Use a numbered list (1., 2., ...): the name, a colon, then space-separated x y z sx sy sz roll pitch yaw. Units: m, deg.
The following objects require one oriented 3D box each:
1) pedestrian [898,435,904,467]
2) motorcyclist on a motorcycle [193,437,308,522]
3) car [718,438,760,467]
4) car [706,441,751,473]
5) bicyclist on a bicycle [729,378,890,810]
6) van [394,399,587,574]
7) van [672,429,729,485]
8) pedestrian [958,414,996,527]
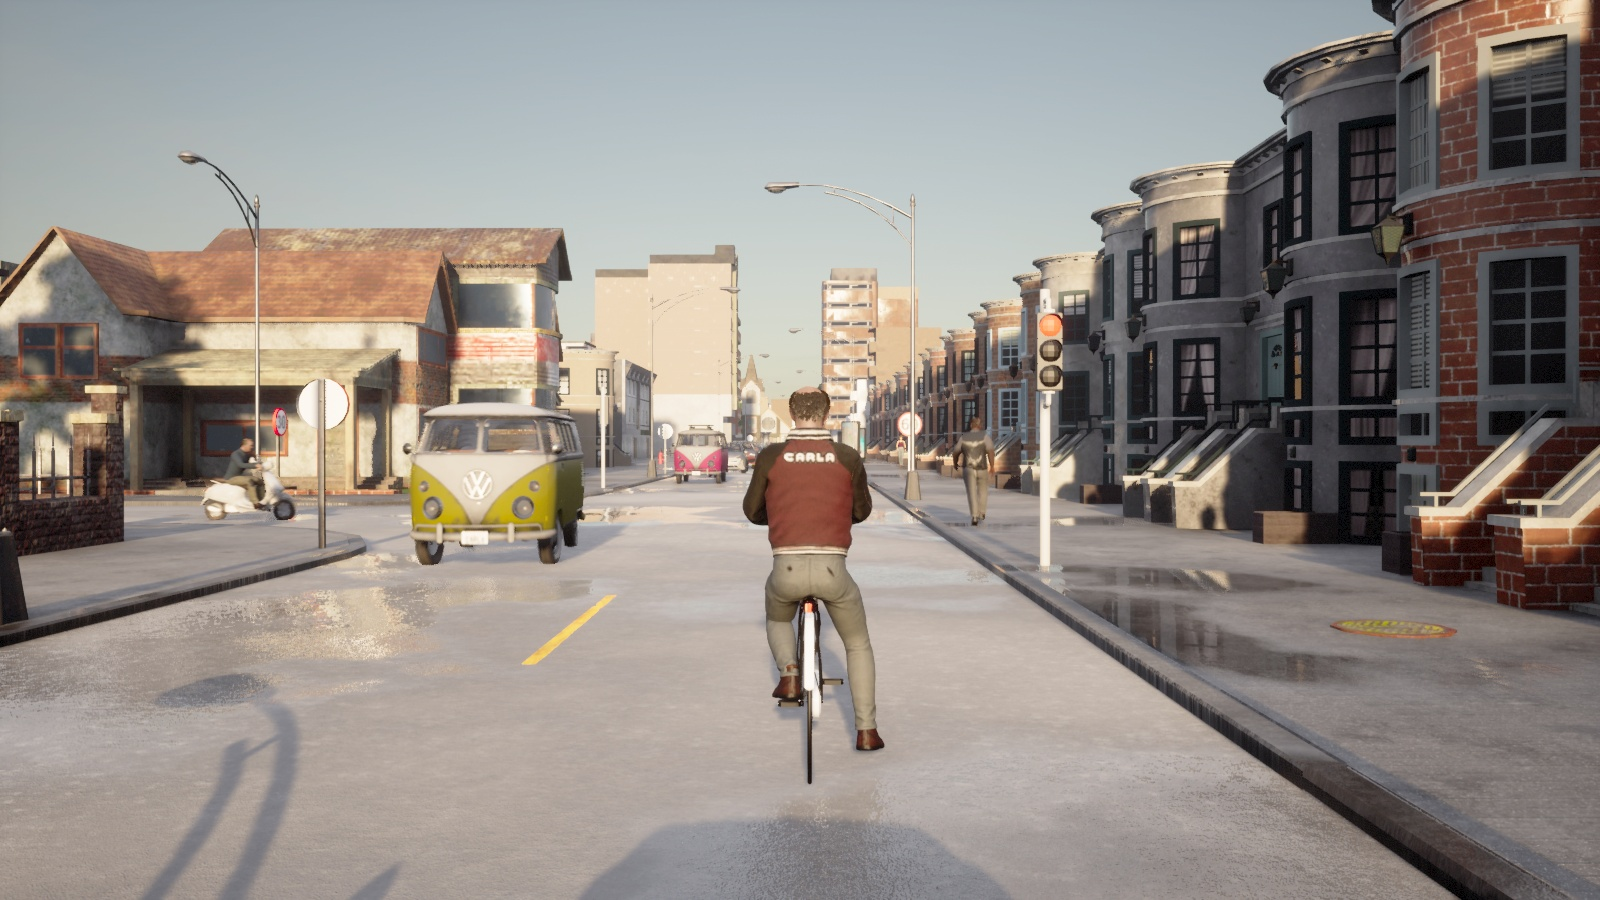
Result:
1. pedestrian: 5.771 0.056 71.774 0.345 1.836 0.594 0 0 9
2. motorcyclist on a motorcycle: -10.522 0.555 24.079 1.817 1.590 0.866 0 0 0
3. car: -3.512 0.108 73.392 2.152 1.651 5.027 0 0 0
4. car: -3.579 0.332 63.494 2.007 1.525 4.514 0 0 0
5. bicyclist on a bicycle: 0.045 0.583 6.081 0.659 1.776 1.843 0 1 0
6. van: -3.902 0.403 16.561 1.775 1.987 4.442 0 0 -5
7. van: -3.688 0.230 47.166 1.775 1.987 4.442 0 0 1
8. pedestrian: 3.002 0.338 21.273 0.563 1.883 0.849 0 0 13
